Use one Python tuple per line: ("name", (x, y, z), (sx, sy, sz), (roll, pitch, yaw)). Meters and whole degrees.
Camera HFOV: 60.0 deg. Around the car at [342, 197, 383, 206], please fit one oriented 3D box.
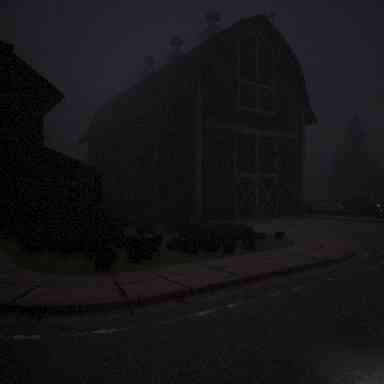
("car", (18.240, 1.362, 35.109), (2.097, 1.767, 4.553), (0, 0, -34))
